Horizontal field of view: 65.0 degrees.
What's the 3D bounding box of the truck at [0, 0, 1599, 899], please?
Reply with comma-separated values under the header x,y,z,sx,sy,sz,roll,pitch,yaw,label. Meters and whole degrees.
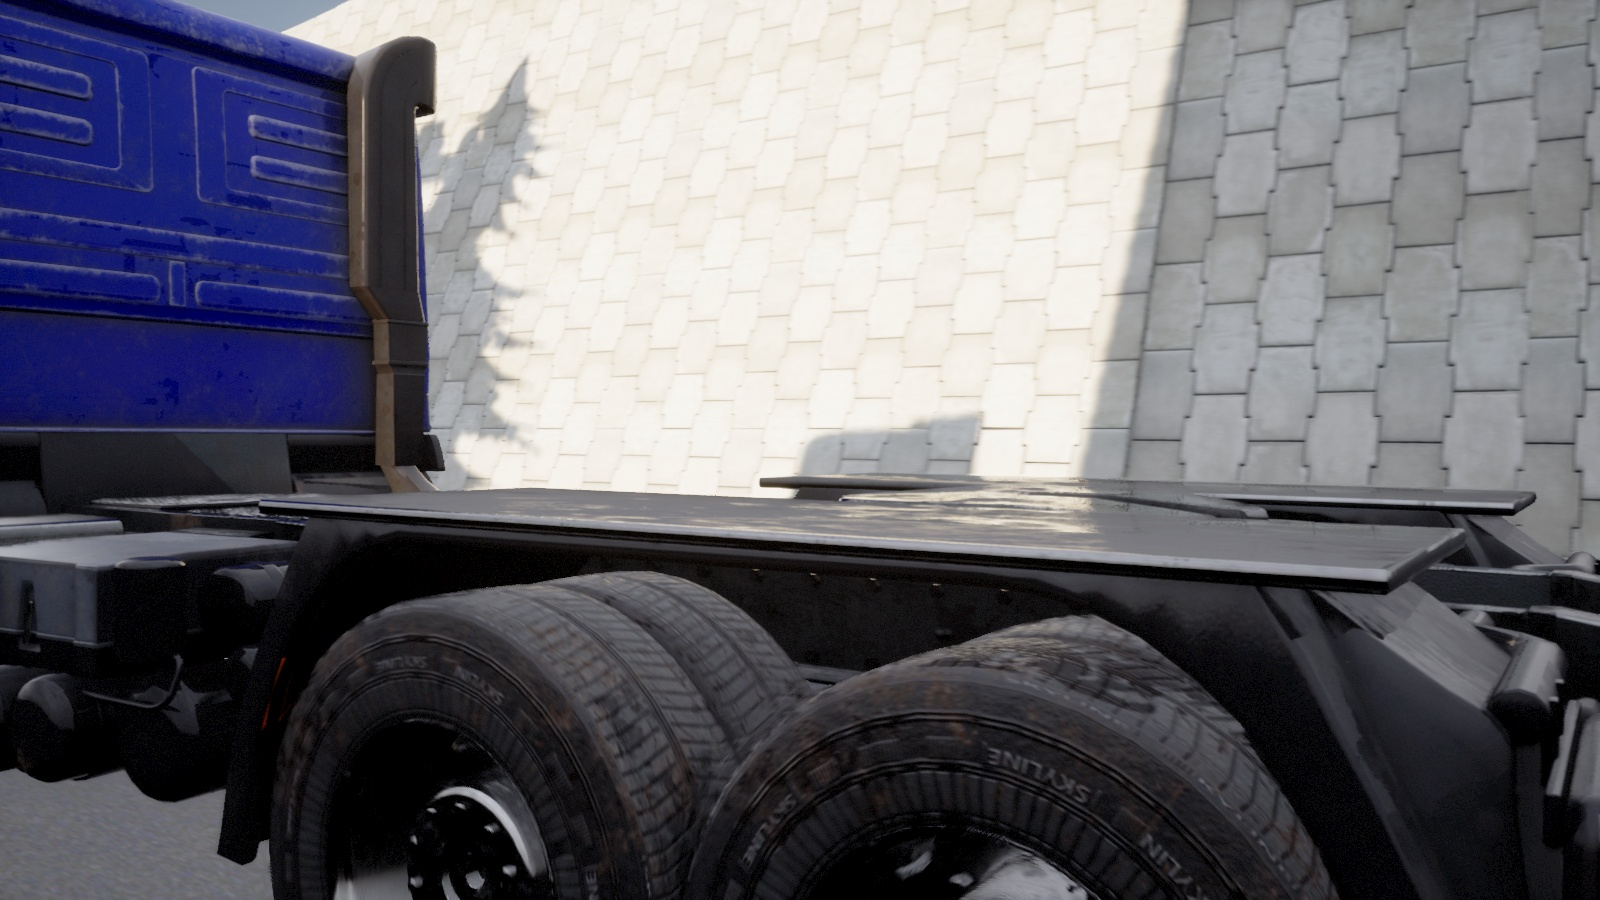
x,y,z,sx,sy,sz,roll,pitch,yaw,label
-1.230,-0.300,4.421,7.936,3.462,2.891,0,1,34,truck
